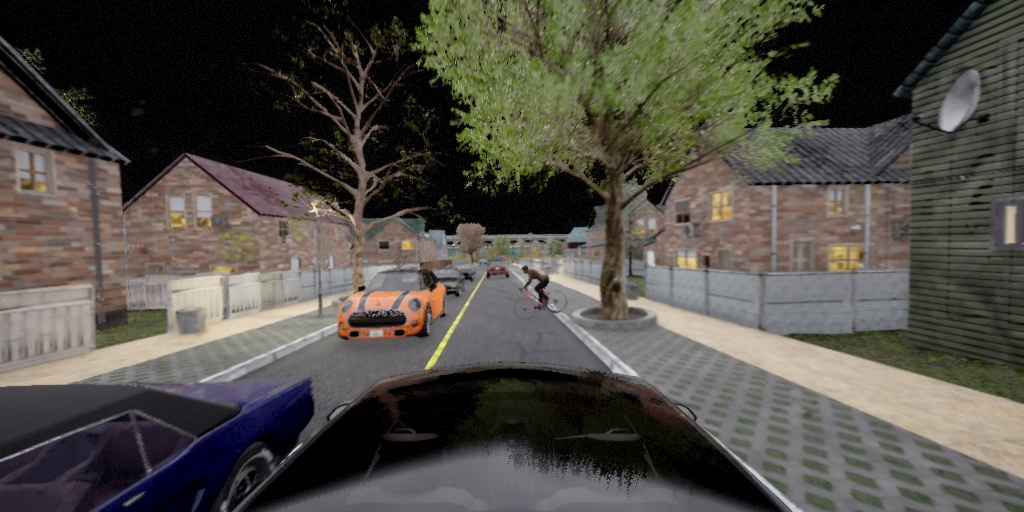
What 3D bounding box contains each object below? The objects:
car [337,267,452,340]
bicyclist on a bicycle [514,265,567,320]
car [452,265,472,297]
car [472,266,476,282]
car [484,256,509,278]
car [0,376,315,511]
[{"bbox_3d":[-3.170,1.167,10.347,2.097,1.767,4.553,-1,0,-3],"label":"car"},{"bbox_3d":[0.734,1.043,10.836,1.656,1.620,0.582,-15,-5,8],"label":"bicyclist on a bicycle"},{"bbox_3d":[-3.594,1.380,19.850,2.033,1.411,5.357,-1,0,-3],"label":"car"},{"bbox_3d":[-4.022,1.456,29.785,1.895,1.301,4.718,-1,0,-2],"label":"car"},{"bbox_3d":[-1.377,1.165,35.022,2.097,1.767,4.553,-1,0,-2],"label":"car"},{"bbox_3d":[-2.752,1.404,1.230,1.895,1.301,4.718,-1,0,-2],"label":"car"}]
